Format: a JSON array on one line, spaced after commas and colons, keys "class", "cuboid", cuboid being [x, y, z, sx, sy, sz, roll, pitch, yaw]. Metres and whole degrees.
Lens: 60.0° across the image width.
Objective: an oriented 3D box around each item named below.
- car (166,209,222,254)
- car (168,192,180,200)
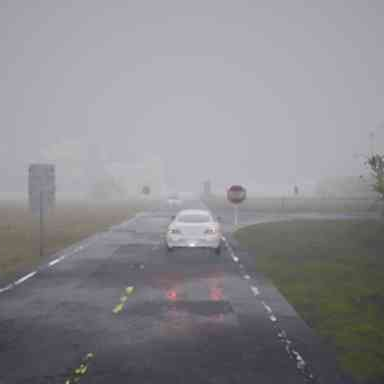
[{"class": "car", "cuboid": [0.144, 1.347, 12.538, 1.812, 1.442, 4.674, 0, 1, 3]}, {"class": "car", "cuboid": [-3.176, 0.744, 60.851, 1.994, 1.385, 4.181, 0, 1, 0]}]
